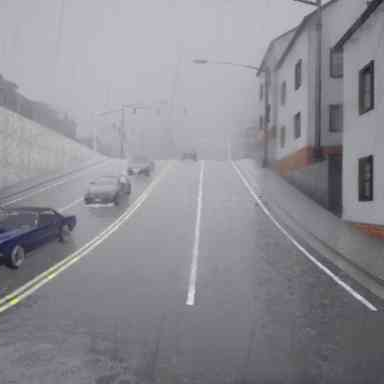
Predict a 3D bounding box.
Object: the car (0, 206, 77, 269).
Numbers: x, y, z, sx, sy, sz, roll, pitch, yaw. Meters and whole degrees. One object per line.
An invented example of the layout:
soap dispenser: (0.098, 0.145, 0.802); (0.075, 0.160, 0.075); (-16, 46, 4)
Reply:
car: (-5.259, 1.186, 10.034); (1.895, 1.301, 4.718); (1, 5, 2)

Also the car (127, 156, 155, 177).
car: (-4.479, -2.361, 29.477); (2.128, 1.511, 4.902); (1, 12, 2)

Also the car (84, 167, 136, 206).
car: (-4.883, -0.293, 19.745); (1.812, 1.442, 4.674); (1, 11, 2)

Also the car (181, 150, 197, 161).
car: (-0.344, -4.684, 42.415); (2.033, 1.411, 5.357); (1, 7, 2)
